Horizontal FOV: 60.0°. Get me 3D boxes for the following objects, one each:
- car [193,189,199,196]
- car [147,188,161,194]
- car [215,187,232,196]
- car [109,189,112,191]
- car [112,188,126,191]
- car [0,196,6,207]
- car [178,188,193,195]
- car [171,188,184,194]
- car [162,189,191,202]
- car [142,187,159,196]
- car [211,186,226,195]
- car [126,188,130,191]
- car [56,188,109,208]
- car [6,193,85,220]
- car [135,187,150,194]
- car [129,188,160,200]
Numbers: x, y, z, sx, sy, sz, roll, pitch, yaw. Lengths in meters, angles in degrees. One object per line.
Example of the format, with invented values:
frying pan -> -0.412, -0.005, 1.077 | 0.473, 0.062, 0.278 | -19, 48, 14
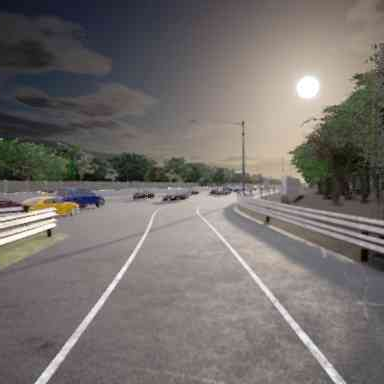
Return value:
car -> 0.050, 0.056, 71.563 | 2.128, 1.511, 4.902 | 0, 1, 20
car -> -10.586, -0.342, 93.363 | 1.882, 1.535, 5.008 | 0, 1, 20
car -> 6.909, 0.111, 69.934 | 1.895, 1.301, 4.718 | 0, 1, 20
car -> -19.435, 0.056, 79.419 | 1.812, 1.442, 4.674 | 0, 1, 20
car -> -16.032, -0.122, 78.531 | 2.097, 1.767, 4.553 | 0, 1, 20
car -> -16.206, 1.080, 27.755 | 1.812, 1.442, 4.674 | 0, 1, 20
car -> -1.983, 0.430, 55.999 | 1.994, 1.385, 4.181 | 0, 1, 20
car -> -4.011, -0.272, 90.961 | 1.994, 1.385, 4.181 | 0, 1, 20
car -> -2.242, 0.687, 45.247 | 1.895, 1.301, 4.718 | 0, 1, 20
car -> -9.458, -0.126, 76.127 | 2.097, 1.767, 4.553 | 0, 1, 20
car -> 5.675, -0.115, 76.725 | 1.837, 1.490, 4.892 | 0, 1, 20
car -> -12.755, 0.021, 77.304 | 1.837, 1.490, 4.892 | 0, 1, 20
car -> -10.842, 0.640, 32.146 | 2.150, 2.045, 5.566 | 0, 1, 20
car -> -10.232, 1.065, 23.733 | 1.882, 1.535, 5.008 | 0, 1, 20
car -> -13.969, -0.462, 94.305 | 2.097, 1.767, 4.553 | 0, 1, 20
car -> -7.331, 0.503, 51.646 | 1.837, 1.490, 4.892 | 0, 1, 20
